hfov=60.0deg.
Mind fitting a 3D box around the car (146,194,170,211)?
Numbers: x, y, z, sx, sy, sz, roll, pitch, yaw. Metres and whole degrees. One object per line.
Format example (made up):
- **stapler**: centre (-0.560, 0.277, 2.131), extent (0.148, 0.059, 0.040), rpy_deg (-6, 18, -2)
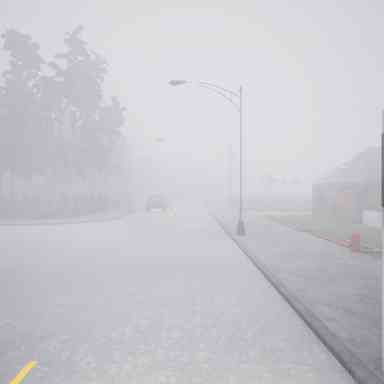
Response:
- **car**: centre (-4.248, 1.221, 40.369), extent (2.150, 2.045, 5.566), rpy_deg (0, 0, 0)
